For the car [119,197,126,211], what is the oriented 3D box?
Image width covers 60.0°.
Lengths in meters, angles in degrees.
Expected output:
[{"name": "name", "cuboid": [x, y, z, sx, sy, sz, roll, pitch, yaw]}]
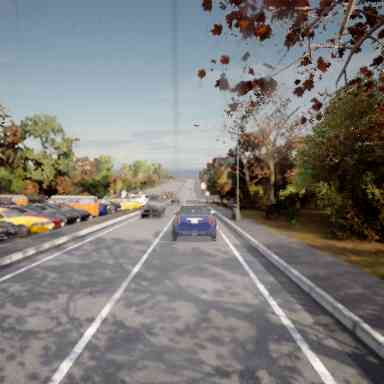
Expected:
[{"name": "car", "cuboid": [-10.226, 1.565, 36.869, 4.892, 1.521, 2.231, 0, -1, 0]}]

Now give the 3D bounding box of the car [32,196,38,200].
[{"name": "car", "cuboid": [-23.269, 1.664, 45.247, 4.792, 1.488, 2.163, 0, -1, 0]}]

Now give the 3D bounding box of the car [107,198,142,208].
[{"name": "car", "cuboid": [-10.214, 1.697, 50.737, 4.892, 1.521, 2.231, 0, -1, 0]}]

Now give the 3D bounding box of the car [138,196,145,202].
[{"name": "car", "cuboid": [-10.027, 1.663, 47.962, 5.366, 1.575, 1.946, 0, -1, 0]}]

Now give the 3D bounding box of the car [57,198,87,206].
[{"name": "car", "cuboid": [-23.257, 1.845, 64.513, 5.008, 1.535, 2.097, 0, -1, 0]}]

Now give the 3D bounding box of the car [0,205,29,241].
[{"name": "car", "cuboid": [-10.279, 1.507, 14.659, 4.892, 1.521, 2.231, 0, 0, 0]}]

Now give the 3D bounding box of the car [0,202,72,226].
[{"name": "car", "cuboid": [-10.234, 1.548, 20.211, 4.792, 1.488, 2.163, 0, 0, 0]}]

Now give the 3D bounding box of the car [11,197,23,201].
[{"name": "car", "cuboid": [-23.336, 1.611, 39.583, 4.792, 1.488, 2.163, 0, -1, 0]}]

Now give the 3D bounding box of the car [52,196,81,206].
[{"name": "car", "cuboid": [-23.298, 1.690, 61.743, 4.553, 1.767, 2.185, 0, -1, 0]}]

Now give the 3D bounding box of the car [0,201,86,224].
[{"name": "car", "cuboid": [-10.228, 1.554, 22.987, 4.792, 1.488, 2.163, 0, 0, 0]}]

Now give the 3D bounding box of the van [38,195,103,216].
[{"name": "van", "cuboid": [-10.364, 1.311, 28.540, 4.442, 1.987, 1.878, 0, 0, 0]}]

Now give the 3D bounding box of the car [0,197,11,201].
[{"name": "car", "cuboid": [-23.341, 1.593, 36.944, 4.792, 1.488, 2.163, 0, 0, 0]}]

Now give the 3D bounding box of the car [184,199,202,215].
[{"name": "car", "cuboid": [0.077, 1.580, 35.279, 1.837, 1.490, 4.892, 0, 0, 0]}]

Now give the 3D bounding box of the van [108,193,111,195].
[{"name": "van", "cuboid": [-23.350, 1.133, 91.610, 4.442, 1.987, 1.878, 1, 0, 0]}]

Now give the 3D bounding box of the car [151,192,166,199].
[{"name": "car", "cuboid": [-10.367, 1.388, 91.658, 4.792, 1.488, 2.163, 0, 0, 0]}]

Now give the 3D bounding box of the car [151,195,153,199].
[{"name": "car", "cuboid": [-10.158, 1.847, 61.841, 4.792, 1.488, 2.163, 0, -1, 0]}]

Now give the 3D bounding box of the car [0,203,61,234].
[{"name": "car", "cuboid": [-10.082, 1.509, 17.434, 5.366, 1.575, 1.946, 0, 0, 0]}]

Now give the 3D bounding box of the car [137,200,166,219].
[{"name": "car", "cuboid": [-3.358, 1.654, 29.571, 1.895, 1.301, 4.718, 0, 0, 0]}]

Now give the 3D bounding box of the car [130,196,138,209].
[{"name": "car", "cuboid": [-10.037, 1.603, 42.289, 5.366, 1.575, 1.946, 0, -1, 0]}]

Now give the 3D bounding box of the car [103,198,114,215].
[{"name": "car", "cuboid": [-10.272, 1.573, 31.316, 4.792, 1.488, 2.163, 0, 0, 0]}]

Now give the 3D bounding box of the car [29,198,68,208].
[{"name": "car", "cuboid": [-23.096, 1.723, 53.556, 5.366, 1.575, 1.946, 0, -1, 0]}]

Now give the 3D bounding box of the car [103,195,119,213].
[{"name": "car", "cuboid": [-10.269, 1.426, 34.090, 4.553, 1.767, 2.185, 0, 0, 0]}]

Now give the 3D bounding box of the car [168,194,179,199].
[{"name": "car", "cuboid": [-3.439, 1.737, 69.923, 1.882, 1.535, 5.008, 0, 0, 0]}]

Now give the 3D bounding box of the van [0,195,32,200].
[{"name": "van", "cuboid": [-23.419, 1.380, 42.356, 4.442, 1.987, 1.878, 0, -1, 0]}]

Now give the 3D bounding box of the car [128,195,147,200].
[{"name": "car", "cuboid": [-10.388, 1.723, 53.514, 5.366, 1.575, 1.946, 0, -1, 0]}]

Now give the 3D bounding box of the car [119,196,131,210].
[{"name": "car", "cuboid": [-10.413, 1.580, 39.637, 5.366, 1.575, 1.946, 0, -1, 0]}]

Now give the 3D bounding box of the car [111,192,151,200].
[{"name": "car", "cuboid": [-10.226, 1.506, 56.293, 5.566, 2.045, 2.435, 0, -1, 0]}]

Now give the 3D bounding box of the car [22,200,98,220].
[{"name": "car", "cuboid": [-10.224, 1.560, 25.763, 4.792, 1.488, 2.163, 0, 0, 0]}]

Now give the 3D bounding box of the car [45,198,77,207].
[{"name": "car", "cuboid": [-23.243, 1.816, 59.096, 4.792, 1.488, 2.163, 0, -1, 0]}]

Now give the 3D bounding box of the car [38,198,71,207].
[{"name": "car", "cuboid": [-23.274, 1.796, 56.326, 4.674, 1.452, 2.002, 0, -1, 0]}]

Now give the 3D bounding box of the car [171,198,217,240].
[{"name": "car", "cuboid": [0.103, 1.362, 17.132, 2.097, 1.767, 4.553, 0, 0, 0]}]
